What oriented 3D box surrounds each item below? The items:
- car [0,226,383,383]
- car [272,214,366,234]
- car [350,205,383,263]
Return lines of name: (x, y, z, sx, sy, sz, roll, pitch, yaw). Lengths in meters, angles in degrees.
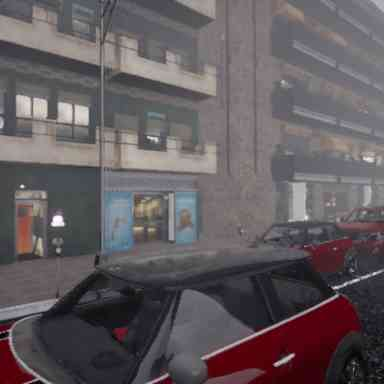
car: (-0.320, 1.405, 3.040, 4.553, 1.767, 2.097, 0, -1, -40)
car: (2.755, 1.558, 9.062, 4.097, 1.590, 1.967, 0, -1, -40)
car: (7.096, 1.450, 12.658, 5.009, 1.841, 2.192, 0, -1, -40)
